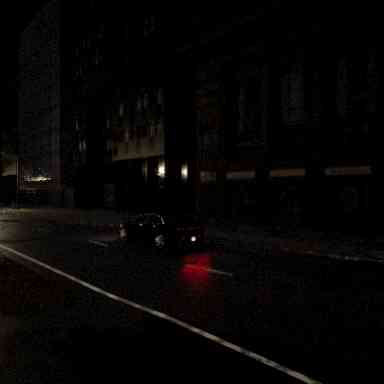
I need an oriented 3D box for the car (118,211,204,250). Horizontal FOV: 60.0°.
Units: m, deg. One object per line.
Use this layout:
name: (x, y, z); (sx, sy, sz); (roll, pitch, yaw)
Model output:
car: (-1.579, 1.649, 15.240); (1.837, 1.490, 4.892); (0, 0, -42)
